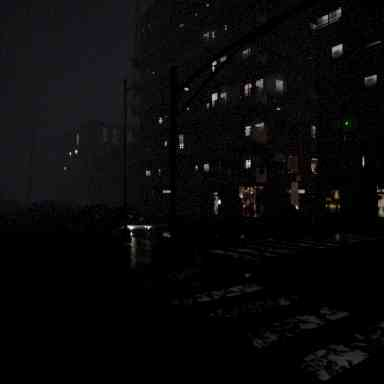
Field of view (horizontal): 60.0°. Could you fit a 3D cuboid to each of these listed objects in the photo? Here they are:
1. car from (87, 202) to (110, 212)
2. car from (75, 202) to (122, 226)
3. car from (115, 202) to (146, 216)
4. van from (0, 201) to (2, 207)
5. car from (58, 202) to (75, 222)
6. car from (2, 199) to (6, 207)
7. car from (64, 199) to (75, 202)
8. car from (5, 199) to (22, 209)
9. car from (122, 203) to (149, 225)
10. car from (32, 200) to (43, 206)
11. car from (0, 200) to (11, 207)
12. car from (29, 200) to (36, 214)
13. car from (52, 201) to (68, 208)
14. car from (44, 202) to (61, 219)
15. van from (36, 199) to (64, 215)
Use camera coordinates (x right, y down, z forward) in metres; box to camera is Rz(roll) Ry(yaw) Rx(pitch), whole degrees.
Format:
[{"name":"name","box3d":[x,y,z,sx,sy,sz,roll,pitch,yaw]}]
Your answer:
[{"name":"car","box3d":[-13.687,2.192,48.649,1.947,1.339,4.313,-1,0,-35]},{"name":"car","box3d":[-7.487,1.777,26.360,1.967,1.590,4.097,-1,0,-35]},{"name":"car","box3d":[-7.380,2.006,39.793,1.752,1.417,4.829,-1,0,-35]},{"name":"van","box3d":[-39.543,2.412,71.360,1.690,1.788,3.998,-1,0,-35]},{"name":"car","box3d":[-10.593,1.934,30.721,1.752,1.417,4.829,-1,0,-35]},{"name":"car","box3d":[-36.334,2.543,66.860,1.887,1.381,4.507,-1,0,-35]},{"name":"car","box3d":[-23.301,2.161,62.140,2.192,1.841,5.009,-1,0,-35]},{"name":"car","box3d":[-33.131,2.366,62.360,1.967,1.590,4.097,-1,0,-35]},{"name":"car","box3d":[-5.305,1.868,27.740,1.812,1.442,4.674,0,-1,-35]},{"name":"car","box3d":[-39.313,2.775,84.625,1.947,1.339,4.313,-1,0,-35]},{"name":"car","box3d":[-42.647,2.667,75.721,1.752,1.417,4.829,-1,0,-35]},{"name":"car","box3d":[-20.309,2.074,44.360,1.967,1.590,4.097,-1,0,-35]},{"name":"car","box3d":[-26.501,2.463,66.637,1.887,1.381,4.507,-1,0,-35]},{"name":"car","box3d":[-13.896,2.037,35.359,2.008,1.369,4.403,-1,0,-35]},{"name":"van","box3d":[-17.105,1.901,39.860,1.690,1.788,3.998,-1,0,-35]}]
